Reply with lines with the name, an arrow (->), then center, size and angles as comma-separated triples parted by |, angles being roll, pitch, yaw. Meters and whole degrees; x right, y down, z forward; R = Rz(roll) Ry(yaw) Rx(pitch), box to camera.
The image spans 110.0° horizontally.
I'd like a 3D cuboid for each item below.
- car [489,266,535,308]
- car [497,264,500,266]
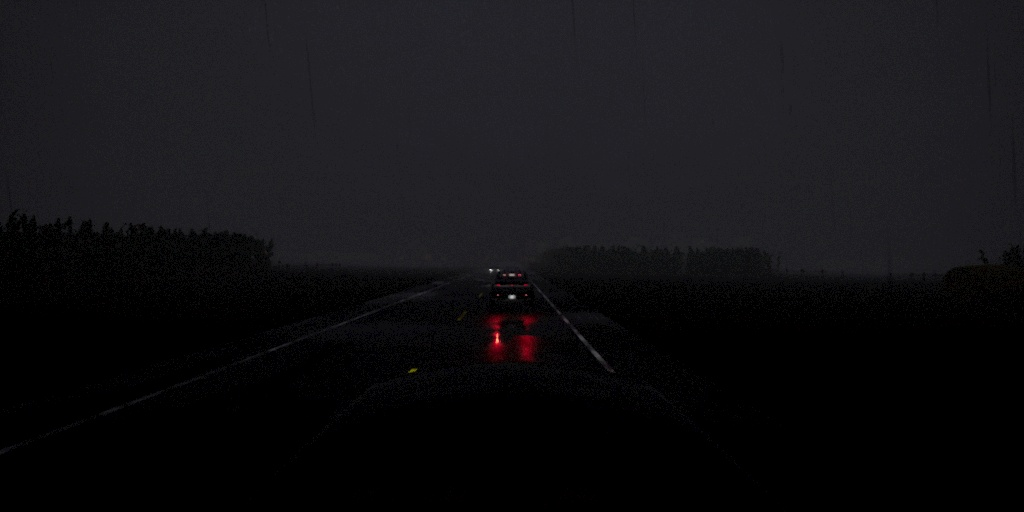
car -> 0.006, 1.379, 16.158 | 2.128, 1.511, 4.902 | 0, 0, 0
car -> 0.005, 1.572, 30.856 | 2.033, 1.411, 5.357 | 0, -1, 0
